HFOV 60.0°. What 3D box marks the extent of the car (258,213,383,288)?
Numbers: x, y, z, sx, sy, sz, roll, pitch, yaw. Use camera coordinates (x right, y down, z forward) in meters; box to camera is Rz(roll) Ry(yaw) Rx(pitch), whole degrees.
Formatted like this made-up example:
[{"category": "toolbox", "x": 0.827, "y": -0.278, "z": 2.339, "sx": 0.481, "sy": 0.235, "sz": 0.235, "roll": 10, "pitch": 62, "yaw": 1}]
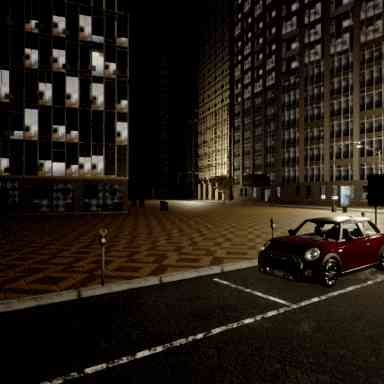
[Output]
[{"category": "car", "x": 3.710, "y": 1.439, "z": 9.208, "sx": 4.097, "sy": 1.590, "sz": 1.967, "roll": 0, "pitch": 0, "yaw": -36}]
